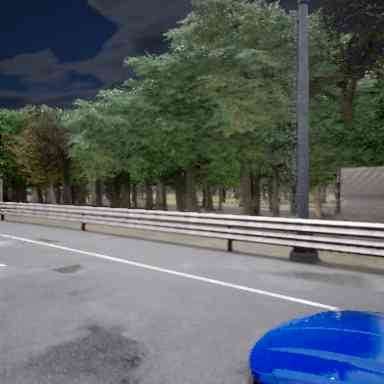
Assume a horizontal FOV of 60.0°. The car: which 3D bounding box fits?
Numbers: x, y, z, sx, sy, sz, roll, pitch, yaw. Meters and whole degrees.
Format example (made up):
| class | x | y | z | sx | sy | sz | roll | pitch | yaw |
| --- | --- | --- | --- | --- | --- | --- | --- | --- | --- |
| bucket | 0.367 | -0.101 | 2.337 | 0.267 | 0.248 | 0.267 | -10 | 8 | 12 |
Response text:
| class | x | y | z | sx | sy | sz | roll | pitch | yaw |
| --- | --- | --- | --- | --- | --- | --- | --- | --- | --- |
| car | 2.737 | 1.478 | 1.921 | 5.008 | 1.535 | 1.882 | 0 | 0 | 35 |
